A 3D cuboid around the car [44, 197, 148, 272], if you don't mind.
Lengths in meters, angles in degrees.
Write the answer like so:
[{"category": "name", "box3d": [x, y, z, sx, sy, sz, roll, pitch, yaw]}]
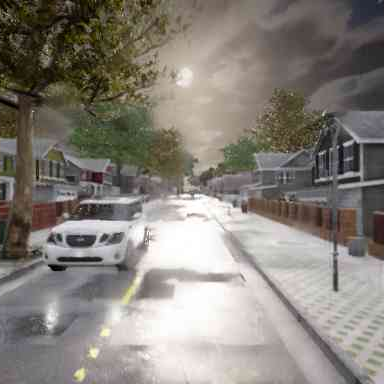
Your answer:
[{"category": "car", "box3d": [-2.797, 1.211, 11.075, 2.150, 2.045, 5.566, 0, 0, 0]}]
